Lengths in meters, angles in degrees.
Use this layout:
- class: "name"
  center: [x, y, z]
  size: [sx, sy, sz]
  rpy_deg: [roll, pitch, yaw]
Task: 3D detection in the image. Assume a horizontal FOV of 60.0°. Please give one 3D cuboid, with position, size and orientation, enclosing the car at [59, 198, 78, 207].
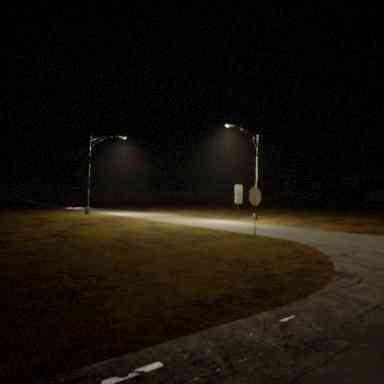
- class: "car"
  center: [-18.592, 1.587, 49.993]
  size: [1.994, 1.385, 4.181]
  rpy_deg: [3, -2, -36]
